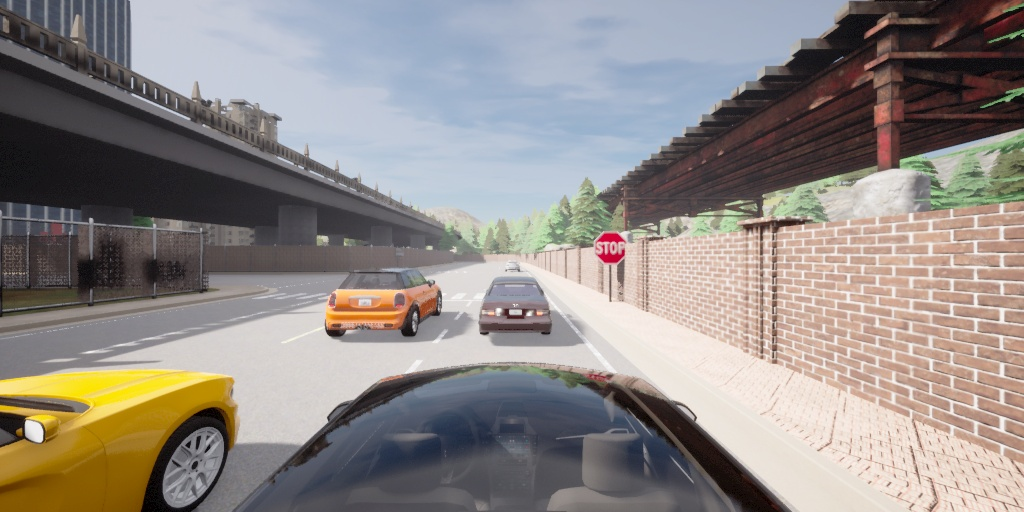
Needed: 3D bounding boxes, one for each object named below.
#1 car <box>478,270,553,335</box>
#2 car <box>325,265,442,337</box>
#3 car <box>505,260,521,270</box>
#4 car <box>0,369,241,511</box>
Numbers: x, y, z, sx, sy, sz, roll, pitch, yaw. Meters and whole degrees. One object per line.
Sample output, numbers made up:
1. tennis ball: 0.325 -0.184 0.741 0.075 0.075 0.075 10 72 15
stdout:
1. car: 0.078 1.297 10.485 2.033 1.411 5.357 0 0 0
2. car: -3.423 1.102 10.463 2.097 1.767 4.553 0 0 0
3. car: 0.067 1.276 46.348 1.812 1.442 4.674 0 0 -1
4. car: -3.398 1.228 1.205 1.882 1.535 5.008 0 0 0
